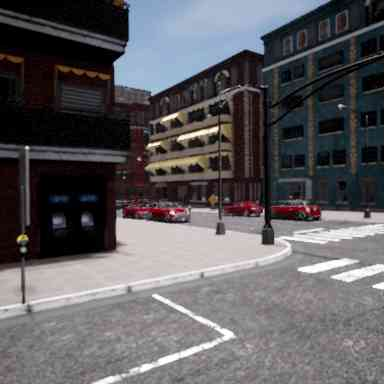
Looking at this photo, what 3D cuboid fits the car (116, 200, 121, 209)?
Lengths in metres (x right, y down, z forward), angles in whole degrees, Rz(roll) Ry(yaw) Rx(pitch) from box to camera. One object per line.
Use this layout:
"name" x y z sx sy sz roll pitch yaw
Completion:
"car" -11.409 1.865 49.120 1.994 1.385 4.181 -1 0 -34

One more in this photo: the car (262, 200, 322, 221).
"car" 7.851 1.341 25.850 1.967 1.590 4.097 -2 0 -35

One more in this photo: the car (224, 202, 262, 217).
"car" 4.682 1.551 30.403 1.802 1.307 4.206 -2 0 -35

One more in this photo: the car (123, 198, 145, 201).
"car" -5.289 1.659 35.264 1.837 1.490 4.892 -1 0 -35

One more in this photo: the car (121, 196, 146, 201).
"car" -8.005 1.556 48.617 2.192 1.841 5.009 -2 0 -35

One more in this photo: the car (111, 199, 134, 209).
"car" -11.167 1.859 53.172 2.008 1.369 4.403 -2 0 -35

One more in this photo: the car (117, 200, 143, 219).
"car" -4.945 1.716 30.435 1.802 1.307 4.206 -2 0 -35

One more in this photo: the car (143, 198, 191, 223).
"car" -1.780 1.507 25.880 1.967 1.590 4.097 -2 0 -35
